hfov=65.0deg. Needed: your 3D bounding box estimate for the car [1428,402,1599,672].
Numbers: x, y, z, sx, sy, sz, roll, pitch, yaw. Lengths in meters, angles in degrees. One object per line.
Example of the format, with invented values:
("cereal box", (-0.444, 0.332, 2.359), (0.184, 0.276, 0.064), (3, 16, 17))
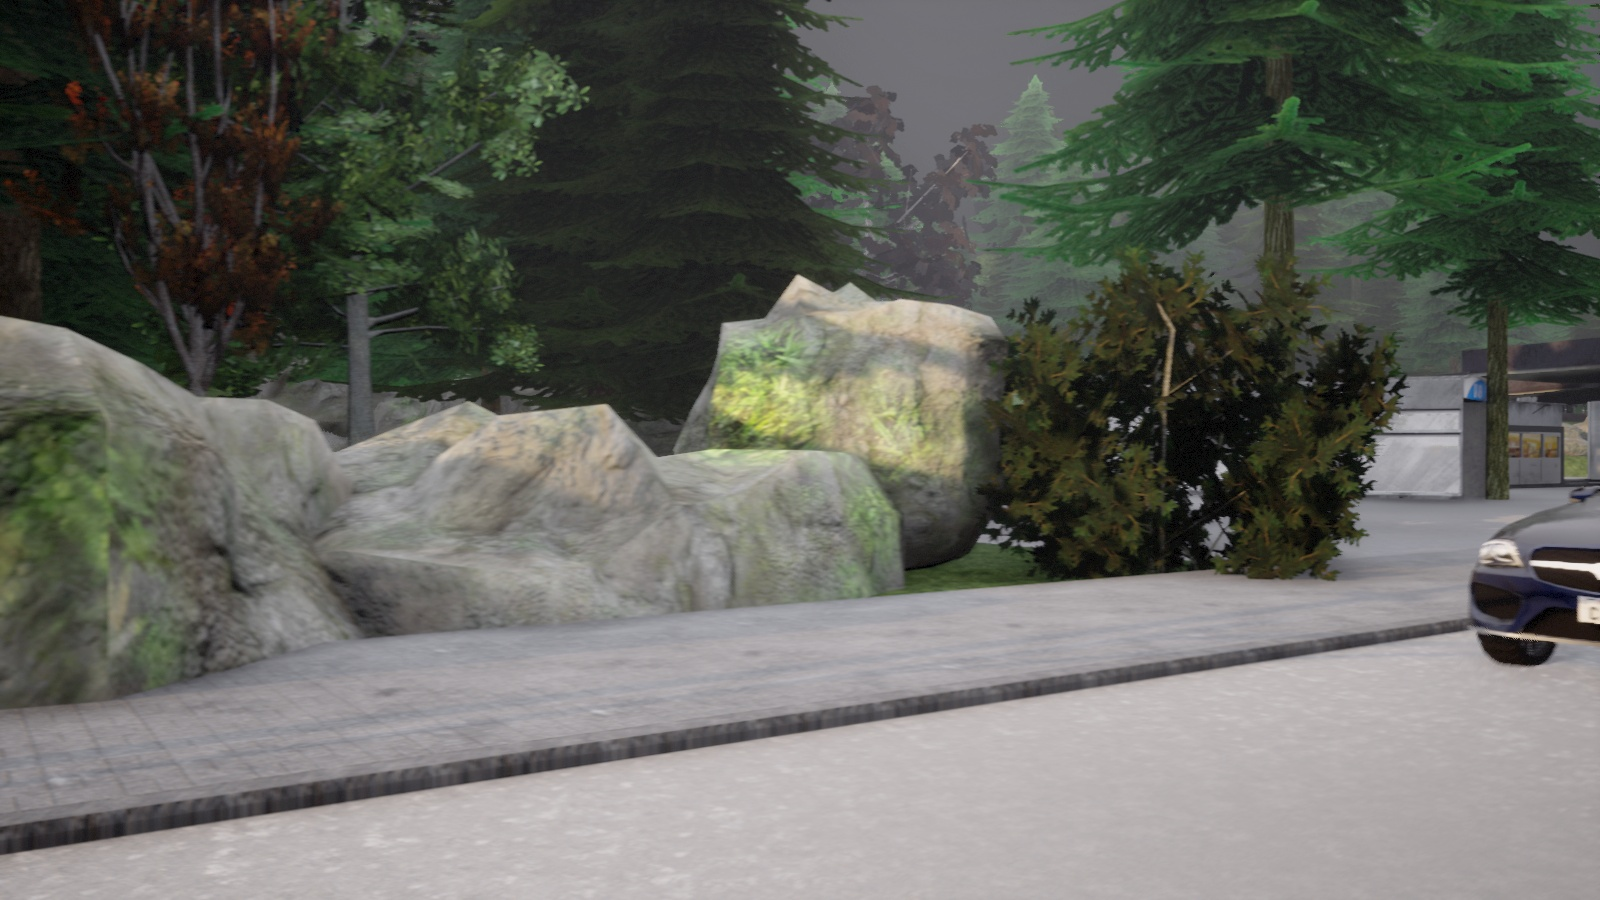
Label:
("car", (6.957, 0.531, 9.110), (5.027, 1.651, 2.152), (0, 0, -35))
